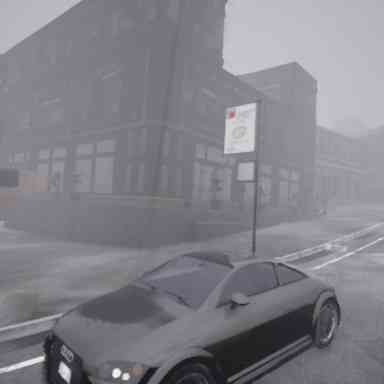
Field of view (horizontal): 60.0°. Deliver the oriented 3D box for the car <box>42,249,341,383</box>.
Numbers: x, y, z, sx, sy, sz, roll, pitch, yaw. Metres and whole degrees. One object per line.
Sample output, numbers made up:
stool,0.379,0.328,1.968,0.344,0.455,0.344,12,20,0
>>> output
car,0.266,1.563,4.558,4.181,1.385,1.994,-1,0,-41
